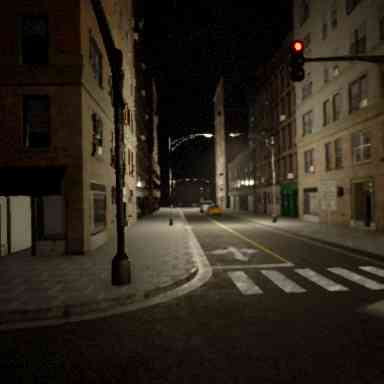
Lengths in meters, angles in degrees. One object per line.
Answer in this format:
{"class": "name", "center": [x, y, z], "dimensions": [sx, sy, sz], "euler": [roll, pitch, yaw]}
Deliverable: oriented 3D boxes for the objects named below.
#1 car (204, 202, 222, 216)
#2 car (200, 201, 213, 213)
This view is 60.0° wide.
{"class": "car", "center": [3.178, 2.578, 47.721], "dimensions": [1.882, 1.535, 5.008], "euler": [-1, -1, -2]}
{"class": "car", "center": [2.666, 2.587, 57.737], "dimensions": [2.150, 2.045, 5.566], "euler": [-1, -1, -3]}
